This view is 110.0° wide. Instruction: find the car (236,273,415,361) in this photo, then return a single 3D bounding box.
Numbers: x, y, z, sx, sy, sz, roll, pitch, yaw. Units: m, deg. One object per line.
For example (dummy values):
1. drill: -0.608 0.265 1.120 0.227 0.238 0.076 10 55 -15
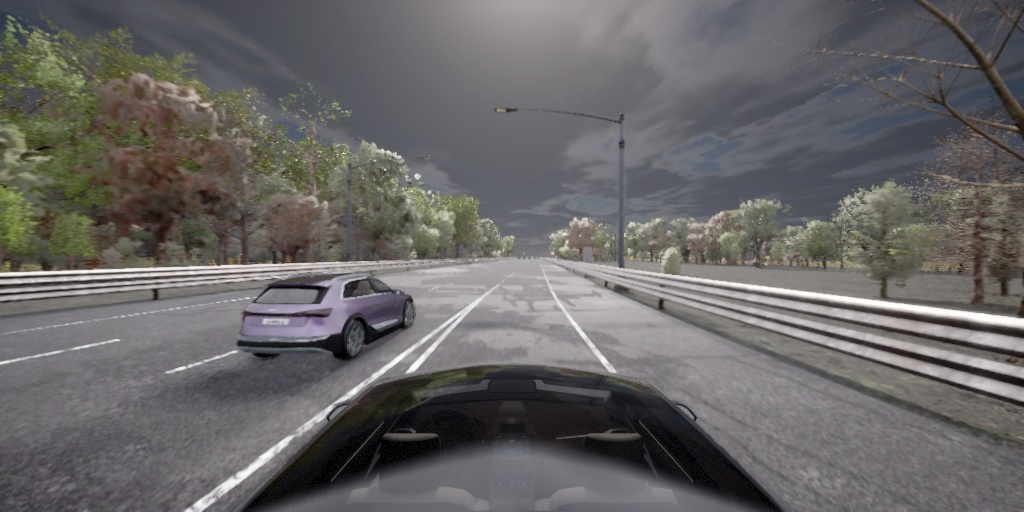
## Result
1. car: -3.841 1.187 8.313 2.033 1.649 4.856 0 0 4
